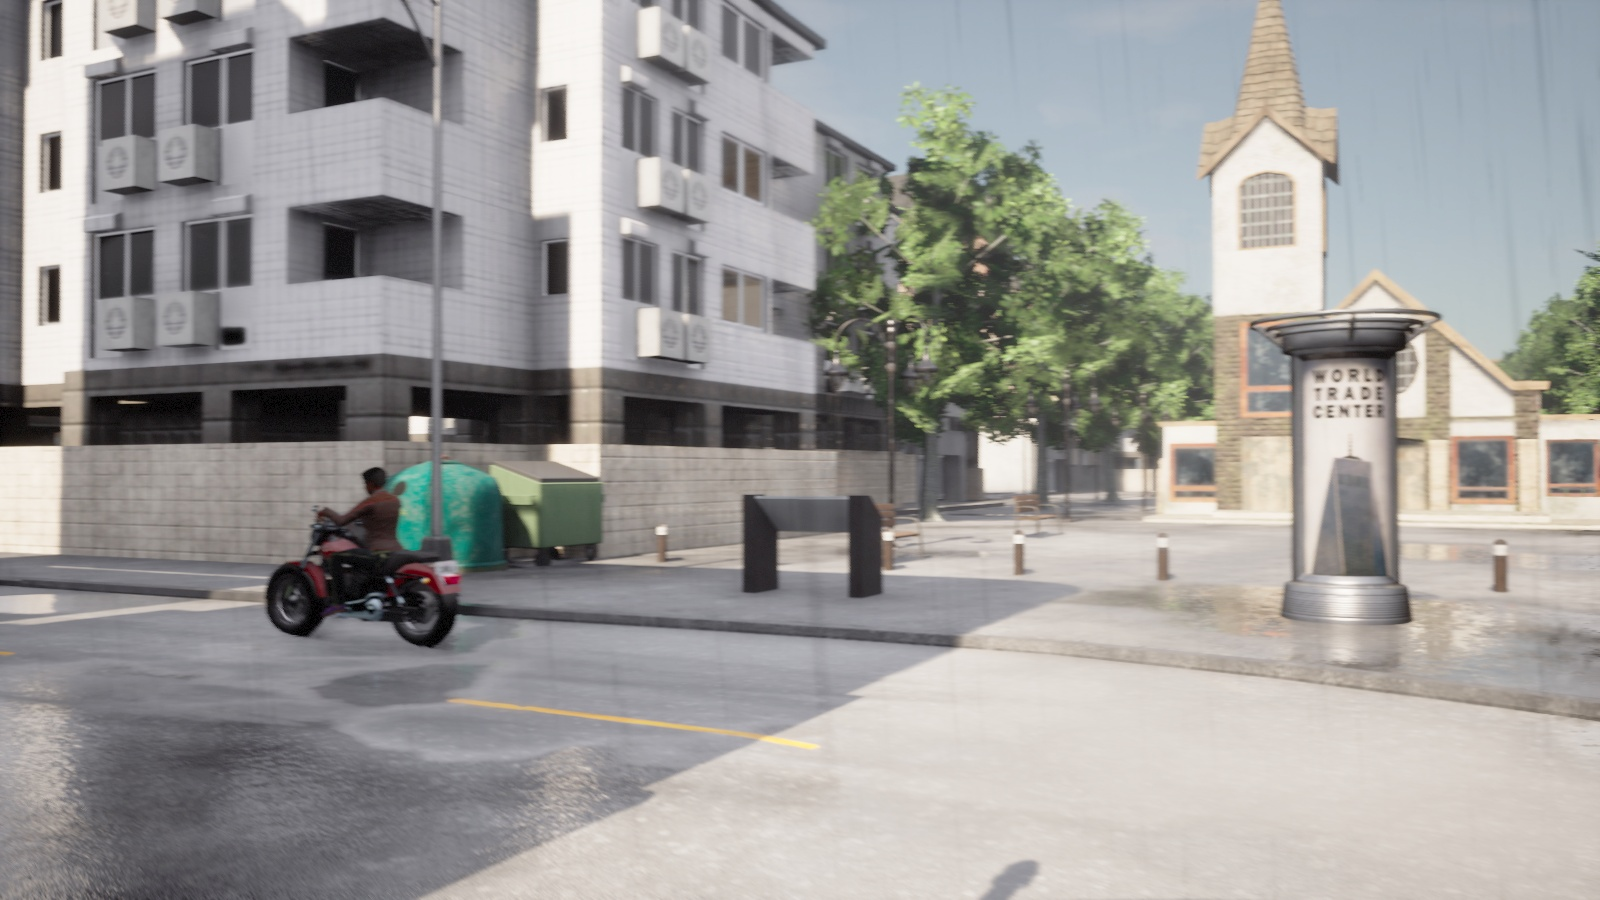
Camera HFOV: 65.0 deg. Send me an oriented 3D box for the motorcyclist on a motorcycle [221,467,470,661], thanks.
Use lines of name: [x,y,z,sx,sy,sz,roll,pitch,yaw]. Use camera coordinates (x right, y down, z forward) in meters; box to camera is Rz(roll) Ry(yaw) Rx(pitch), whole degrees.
motorcyclist on a motorcycle: [-4.234,1.002,11.637,2.350,1.649,0.766,-1,-1,28]
